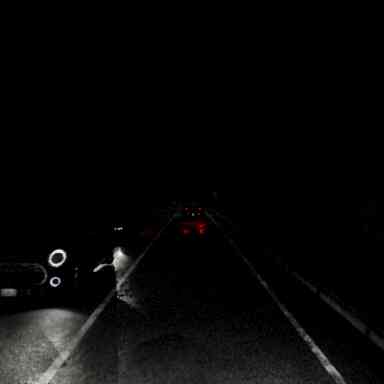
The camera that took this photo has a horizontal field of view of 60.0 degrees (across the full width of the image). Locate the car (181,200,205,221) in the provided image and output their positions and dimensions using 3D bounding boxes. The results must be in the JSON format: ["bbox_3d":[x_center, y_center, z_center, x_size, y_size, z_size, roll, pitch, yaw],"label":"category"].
[{"bbox_3d":[0.099,1.551,27.939,2.128,1.511,4.902,0,-1,0],"label":"car"}]

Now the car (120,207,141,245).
[{"bbox_3d":[-3.561,1.471,15.429,2.128,1.511,4.902,0,0,1],"label":"car"}]

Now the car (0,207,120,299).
[{"bbox_3d":[-3.509,1.327,8.625,2.097,1.767,4.553,0,0,0],"label":"car"}]

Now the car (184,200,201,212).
[{"bbox_3d":[0.088,1.767,43.662,2.128,1.511,4.902,0,-1,0],"label":"car"}]
